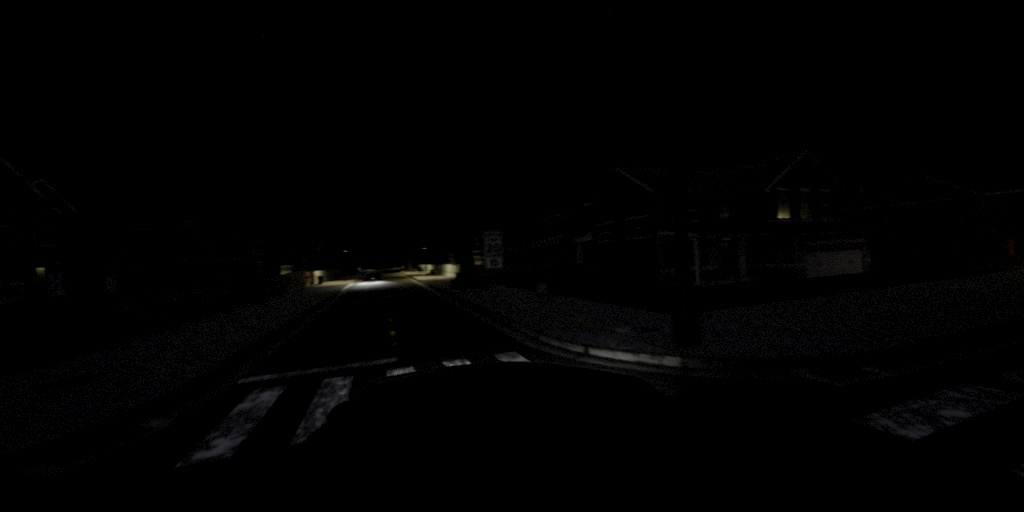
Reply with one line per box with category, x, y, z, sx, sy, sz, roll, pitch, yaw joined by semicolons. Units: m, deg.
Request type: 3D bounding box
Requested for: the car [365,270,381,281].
car;-17.349;2.394;44.789;1.895;1.301;4.718;-3;0;-20
